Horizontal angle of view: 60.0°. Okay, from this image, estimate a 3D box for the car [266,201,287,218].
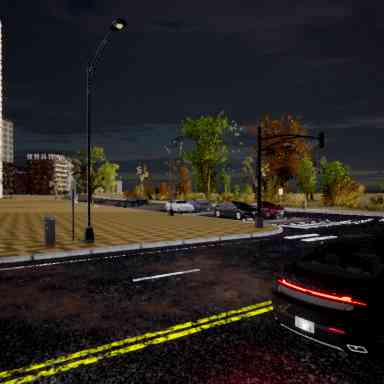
[{"bbox_3d":[6.638,1.573,30.874,1.812,1.442,4.674,0,0,-30],"label":"car"}]

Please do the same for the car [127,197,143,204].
[{"bbox_3d":[-11.803,1.681,68.834,1.994,1.385,4.181,0,0,-29],"label":"car"}]

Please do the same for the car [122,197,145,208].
[{"bbox_3d":[-9.306,1.679,50.948,1.994,1.385,4.181,0,0,-30],"label":"car"}]

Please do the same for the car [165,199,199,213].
[{"bbox_3d":[-1.490,1.610,37.890,1.812,1.442,4.674,0,0,-31],"label":"car"}]

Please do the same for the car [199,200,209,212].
[{"bbox_3d":[0.559,1.623,40.760,2.033,1.411,5.357,0,0,-31],"label":"car"}]

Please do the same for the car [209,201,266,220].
[{"bbox_3d":[3.836,1.564,29.241,1.837,1.490,4.892,0,0,-32],"label":"car"}]

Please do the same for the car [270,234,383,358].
[{"bbox_3d":[3.490,1.504,5.758,4.892,1.490,1.837,0,0,-34],"label":"car"}]

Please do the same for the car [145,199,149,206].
[{"bbox_3d":[-8.870,1.676,56.722,1.994,1.385,4.181,0,0,-29],"label":"car"}]
